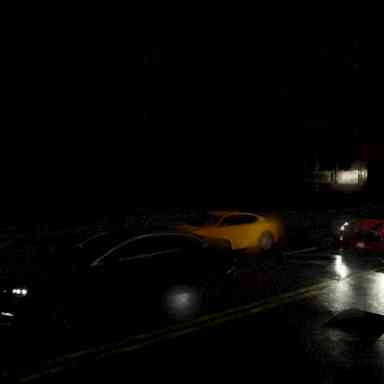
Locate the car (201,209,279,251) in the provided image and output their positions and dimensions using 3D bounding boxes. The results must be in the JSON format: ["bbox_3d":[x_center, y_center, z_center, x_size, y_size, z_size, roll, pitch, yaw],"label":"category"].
[{"bbox_3d":[1.085,1.447,12.393,5.008,1.535,1.882,-1,0,-35],"label":"car"}]

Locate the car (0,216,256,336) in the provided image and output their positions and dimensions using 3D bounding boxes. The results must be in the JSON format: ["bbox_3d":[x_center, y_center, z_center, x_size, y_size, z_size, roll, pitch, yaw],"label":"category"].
[{"bbox_3d":[-1.280,1.481,6.738,4.902,1.511,2.128,0,0,-35],"label":"car"}]

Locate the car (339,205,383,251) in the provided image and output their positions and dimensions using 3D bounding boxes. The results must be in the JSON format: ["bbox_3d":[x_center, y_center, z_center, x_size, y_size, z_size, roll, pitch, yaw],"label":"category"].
[{"bbox_3d":[7.829,1.297,13.146,4.553,1.767,2.097,0,0,-35],"label":"car"}]
